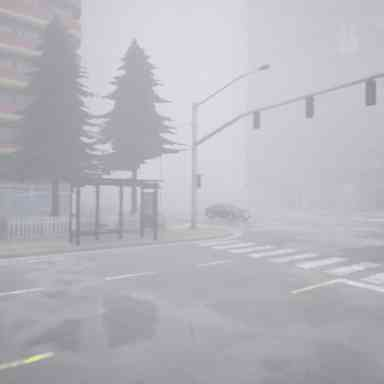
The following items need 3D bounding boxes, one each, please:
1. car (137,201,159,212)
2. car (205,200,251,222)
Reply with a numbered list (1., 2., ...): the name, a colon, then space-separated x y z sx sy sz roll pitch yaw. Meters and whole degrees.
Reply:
1. car: -5.684 1.790 41.963 1.812 1.442 4.674 1 -1 -35
2. car: 3.112 1.753 29.433 2.128 1.511 4.902 1 0 -34
